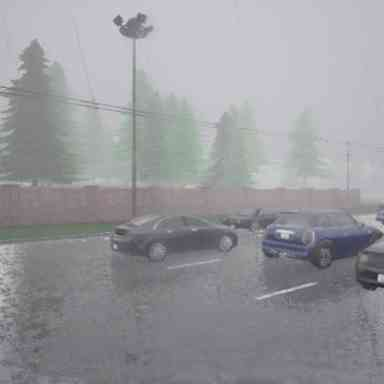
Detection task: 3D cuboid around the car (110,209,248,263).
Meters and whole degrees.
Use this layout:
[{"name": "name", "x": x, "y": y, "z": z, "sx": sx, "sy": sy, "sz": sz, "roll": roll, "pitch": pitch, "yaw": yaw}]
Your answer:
[{"name": "car", "x": -0.471, "y": 1.501, "z": 12.009, "sx": 4.892, "sy": 1.490, "sz": 1.837, "roll": 0, "pitch": 0, "yaw": -36}]

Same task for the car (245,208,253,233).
[{"name": "car", "x": 4.022, "y": 1.591, "z": 19.512, "sx": 4.718, "sy": 1.301, "sz": 1.895, "roll": 0, "pitch": 0, "yaw": -36}]

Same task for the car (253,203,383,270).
[{"name": "car", "x": 4.535, "y": 1.345, "z": 11.282, "sx": 4.553, "sy": 1.767, "sz": 2.097, "roll": 0, "pitch": 0, "yaw": -35}]

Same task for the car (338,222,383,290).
[{"name": "car", "x": 5.622, "y": 1.520, "z": 7.773, "sx": 4.674, "sy": 1.442, "sz": 1.812, "roll": 0, "pitch": 0, "yaw": -36}]
